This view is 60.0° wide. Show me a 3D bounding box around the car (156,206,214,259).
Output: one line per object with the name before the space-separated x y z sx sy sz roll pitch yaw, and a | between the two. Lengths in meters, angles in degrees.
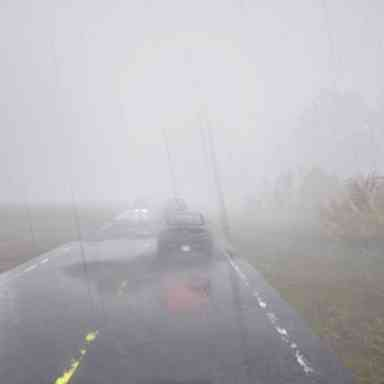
car | -0.285 1.470 12.506 1.837 1.490 4.892 0 0 -3

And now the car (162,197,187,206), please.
car | -1.461 1.274 28.150 2.097 1.767 4.553 0 0 -6

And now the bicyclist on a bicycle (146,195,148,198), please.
bicyclist on a bicycle | -10.897 1.186 80.353 0.866 1.612 1.509 0 0 -16

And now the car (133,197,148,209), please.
car | -6.734 1.367 44.012 2.128 1.511 4.902 0 0 -9

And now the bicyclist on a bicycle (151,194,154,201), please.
bicyclist on a bicycle | -8.478 1.218 71.610 0.866 1.612 1.509 0 0 -15
